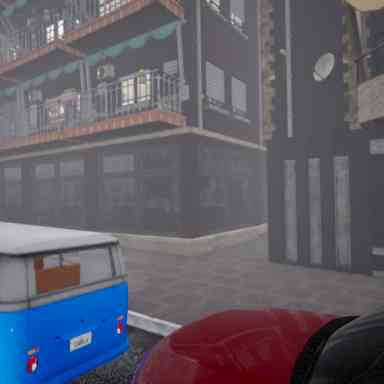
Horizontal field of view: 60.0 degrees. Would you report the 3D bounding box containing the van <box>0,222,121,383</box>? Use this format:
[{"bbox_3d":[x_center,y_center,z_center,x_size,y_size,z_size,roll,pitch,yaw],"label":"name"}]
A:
[{"bbox_3d":[-2.683,1.342,4.587,3.998,1.788,1.690,0,-1,35],"label":"van"}]

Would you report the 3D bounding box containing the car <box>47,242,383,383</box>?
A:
[{"bbox_3d":[1.840,1.315,1.402,5.009,1.841,2.192,0,-1,35],"label":"car"}]
